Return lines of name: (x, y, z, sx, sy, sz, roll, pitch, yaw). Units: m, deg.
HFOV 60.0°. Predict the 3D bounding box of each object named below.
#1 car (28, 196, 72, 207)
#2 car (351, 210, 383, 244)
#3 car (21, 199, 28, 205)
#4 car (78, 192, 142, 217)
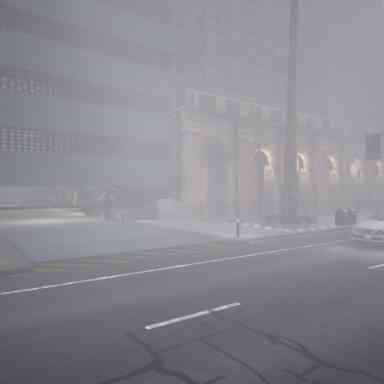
car: (-18.528, 1.463, 43.891, 4.718, 1.301, 1.895, 0, 0, -36)
car: (8.983, 1.525, 14.749, 4.674, 1.442, 1.812, 0, 0, -36)
car: (-24.934, 1.413, 53.572, 4.786, 1.482, 2.161, 0, 0, -36)
car: (-7.097, 1.029, 29.324, 5.566, 2.045, 2.435, 0, 0, -36)
